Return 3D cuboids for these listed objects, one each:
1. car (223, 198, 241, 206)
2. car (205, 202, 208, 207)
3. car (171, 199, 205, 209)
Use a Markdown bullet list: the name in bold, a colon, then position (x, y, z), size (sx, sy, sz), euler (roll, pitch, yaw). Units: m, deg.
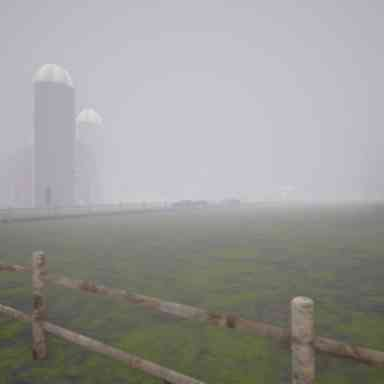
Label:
- **car**: position (7.314, 1.803, 60.786), size (1.994, 1.385, 4.181), euler (0, 0, 36)
- **car**: position (0.958, 1.820, 56.665), size (1.994, 1.385, 4.181), euler (0, 0, 36)
- **car**: position (-0.837, 1.799, 49.385), size (2.033, 1.411, 5.357), euler (0, 0, 36)
